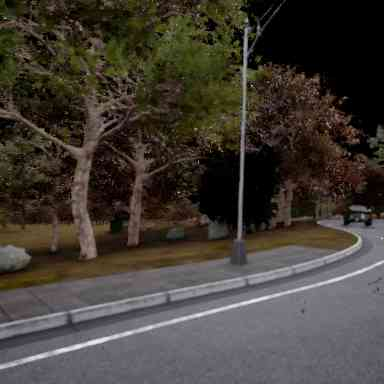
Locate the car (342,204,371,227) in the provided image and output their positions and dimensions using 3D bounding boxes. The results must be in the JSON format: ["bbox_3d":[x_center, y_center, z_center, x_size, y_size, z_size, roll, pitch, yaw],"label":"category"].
[{"bbox_3d":[15.993,2.233,32.367,2.150,2.045,5.566,1,-2,26],"label":"car"}]
